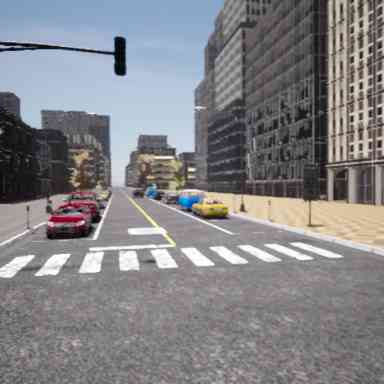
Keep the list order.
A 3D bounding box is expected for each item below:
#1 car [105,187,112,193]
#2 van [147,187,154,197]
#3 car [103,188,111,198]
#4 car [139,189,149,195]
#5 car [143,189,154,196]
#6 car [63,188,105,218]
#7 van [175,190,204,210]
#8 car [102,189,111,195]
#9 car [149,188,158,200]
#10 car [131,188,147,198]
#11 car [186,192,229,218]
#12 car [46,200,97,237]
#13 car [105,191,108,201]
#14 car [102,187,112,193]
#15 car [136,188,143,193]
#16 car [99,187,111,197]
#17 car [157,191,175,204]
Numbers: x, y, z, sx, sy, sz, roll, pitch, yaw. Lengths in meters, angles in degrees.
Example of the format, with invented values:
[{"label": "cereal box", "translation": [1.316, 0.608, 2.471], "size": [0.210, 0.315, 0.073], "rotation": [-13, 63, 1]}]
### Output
[{"label": "car", "translation": [-22.986, -0.450, 91.656], "size": [1.967, 1.590, 4.097], "rotation": [0, 1, -13]}, {"label": "van", "translation": [-7.433, 0.030, 61.040], "size": [1.690, 1.788, 3.998], "rotation": [0, 1, -13]}, {"label": "car", "translation": [-13.107, 0.532, 48.197], "size": [1.752, 1.417, 4.829], "rotation": [0, 1, -13]}, {"label": "car", "translation": [-11.124, -0.080, 77.281], "size": [1.947, 1.339, 4.313], "rotation": [0, 1, -13]}, {"label": "car", "translation": [-8.701, 0.099, 66.622], "size": [1.752, 1.417, 4.829], "rotation": [0, 1, -13]}, {"label": "car", "translation": [-6.994, 0.879, 21.299], "size": [2.192, 1.841, 5.009], "rotation": [0, 1, -13]}, {"label": "van", "translation": [-0.053, 0.702, 28.569], "size": [1.690, 1.788, 3.998], "rotation": [0, 1, -13]}, {"label": "car", "translation": [-19.258, -0.027, 75.256], "size": [1.752, 1.417, 4.829], "rotation": [0, 1, -13]}, {"label": "car", "translation": [-4.973, 0.479, 50.221], "size": [1.947, 1.339, 4.313], "rotation": [0, 1, -13]}, {"label": "car", "translation": [-9.466, 0.277, 57.840], "size": [1.837, 1.490, 4.892], "rotation": [-1, 1, -13]}, {"label": "car", "translation": [1.139, 0.995, 23.327], "size": [1.752, 1.417, 4.829], "rotation": [0, 1, -13]}, {"label": "car", "translation": [-5.764, 1.258, 15.893], "size": [1.802, 1.307, 4.206], "rotation": [0, 1, -13]}, {"label": "car", "translation": [-9.454, 0.890, 32.128], "size": [2.008, 1.369, 4.403], "rotation": [0, 1, -13]}, {"label": "car", "translation": [-15.605, 0.330, 59.187], "size": [2.008, 1.369, 4.403], "rotation": [0, 1, -13]}, {"label": "car", "translation": [-14.852, -0.458, 93.681], "size": [1.752, 1.417, 4.829], "rotation": [0, 1, -13]}, {"label": "car", "translation": [-16.836, -0.017, 64.594], "size": [2.192, 1.841, 5.009], "rotation": [0, 1, -13]}, {"label": "car", "translation": [-2.513, 0.688, 39.397], "size": [2.008, 1.369, 4.403], "rotation": [0, 1, -13]}]
